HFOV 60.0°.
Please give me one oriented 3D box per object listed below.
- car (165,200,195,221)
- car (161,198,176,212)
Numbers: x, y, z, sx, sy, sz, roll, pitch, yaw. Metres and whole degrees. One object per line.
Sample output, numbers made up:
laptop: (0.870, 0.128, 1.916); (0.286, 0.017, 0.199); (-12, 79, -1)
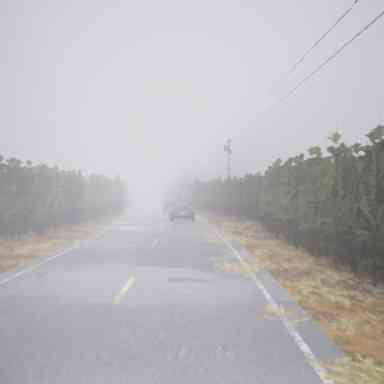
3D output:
car: (-0.917, 1.590, 27.335); (1.994, 1.385, 4.181); (0, 0, -6)
car: (-2.594, 1.544, 39.807); (1.837, 1.490, 4.892); (0, 0, -9)
